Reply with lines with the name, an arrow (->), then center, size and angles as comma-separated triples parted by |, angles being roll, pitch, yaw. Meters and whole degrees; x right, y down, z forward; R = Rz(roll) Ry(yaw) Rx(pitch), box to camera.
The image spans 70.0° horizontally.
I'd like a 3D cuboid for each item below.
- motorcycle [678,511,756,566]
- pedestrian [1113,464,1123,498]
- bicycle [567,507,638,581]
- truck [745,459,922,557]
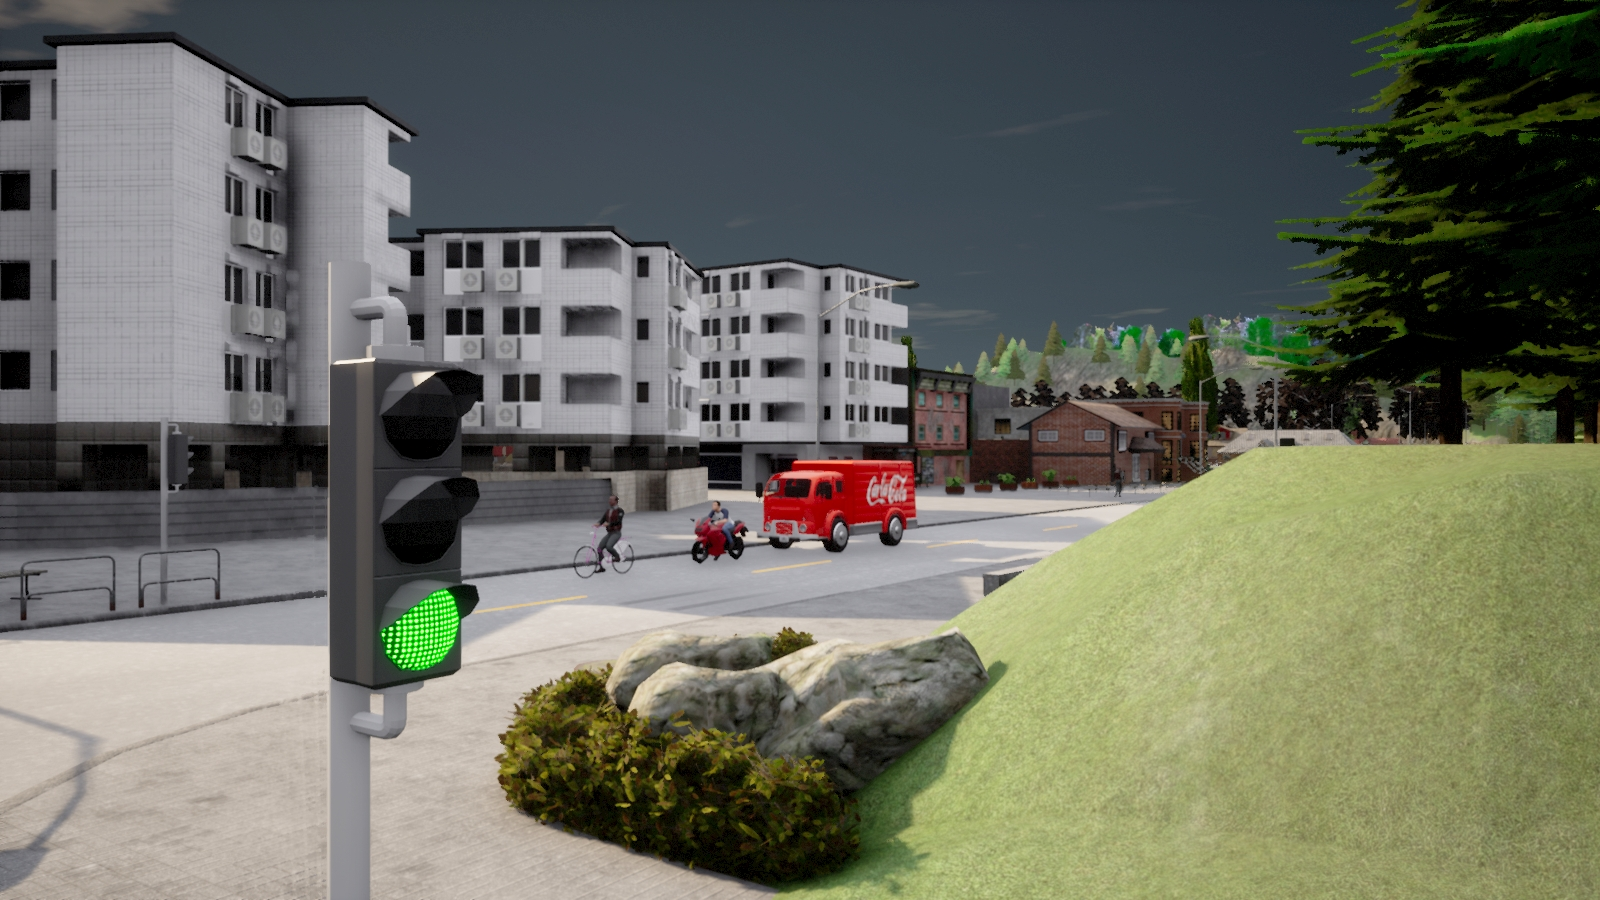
motorcycle -> -2.025, 2.150, 28.195 | 0.803, 1.199, 2.033 | 0, 0, 35
pedestrian -> 17.457, 1.701, 62.716 | 0.375, 1.860, 0.375 | 0, 0, 40
bicycle -> -4.288, 2.024, 24.958 | 0.329, 1.471, 1.835 | 0, 0, 35
truck -> 1.067, 1.529, 32.573 | 2.627, 2.467, 5.204 | 0, 0, 35
